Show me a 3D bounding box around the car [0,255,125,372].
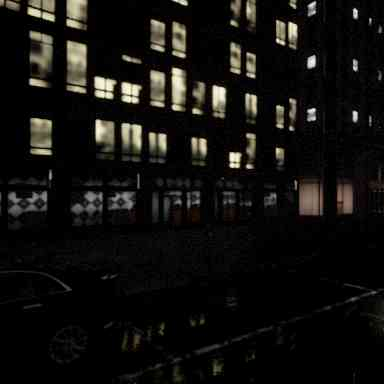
[{"bbox_3d":[-3.035,1.550,4.113,4.403,1.369,2.008,0,0,-35],"label":"car"}]
